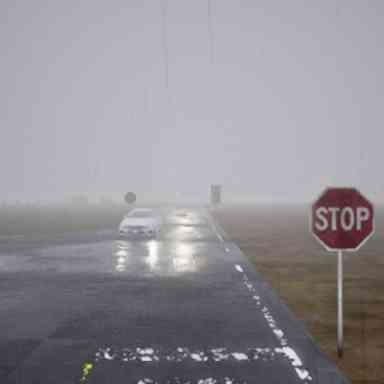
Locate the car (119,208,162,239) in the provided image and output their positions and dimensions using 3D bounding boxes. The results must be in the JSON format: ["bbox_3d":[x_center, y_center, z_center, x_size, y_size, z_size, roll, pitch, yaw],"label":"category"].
[{"bbox_3d":[-2.684,1.618,18.168,1.812,1.442,4.674,0,0,0],"label":"car"}]
